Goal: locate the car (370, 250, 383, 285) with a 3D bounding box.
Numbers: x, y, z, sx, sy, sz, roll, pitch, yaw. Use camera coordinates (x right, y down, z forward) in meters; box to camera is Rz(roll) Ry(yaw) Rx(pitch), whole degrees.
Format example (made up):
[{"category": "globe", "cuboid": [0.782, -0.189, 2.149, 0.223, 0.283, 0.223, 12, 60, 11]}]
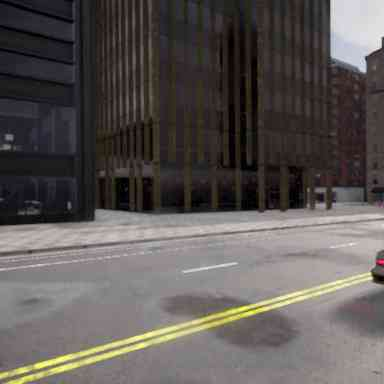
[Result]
[{"category": "car", "cuboid": [6.435, 1.566, 8.047, 5.357, 1.411, 2.033, 0, 0, -35]}]
